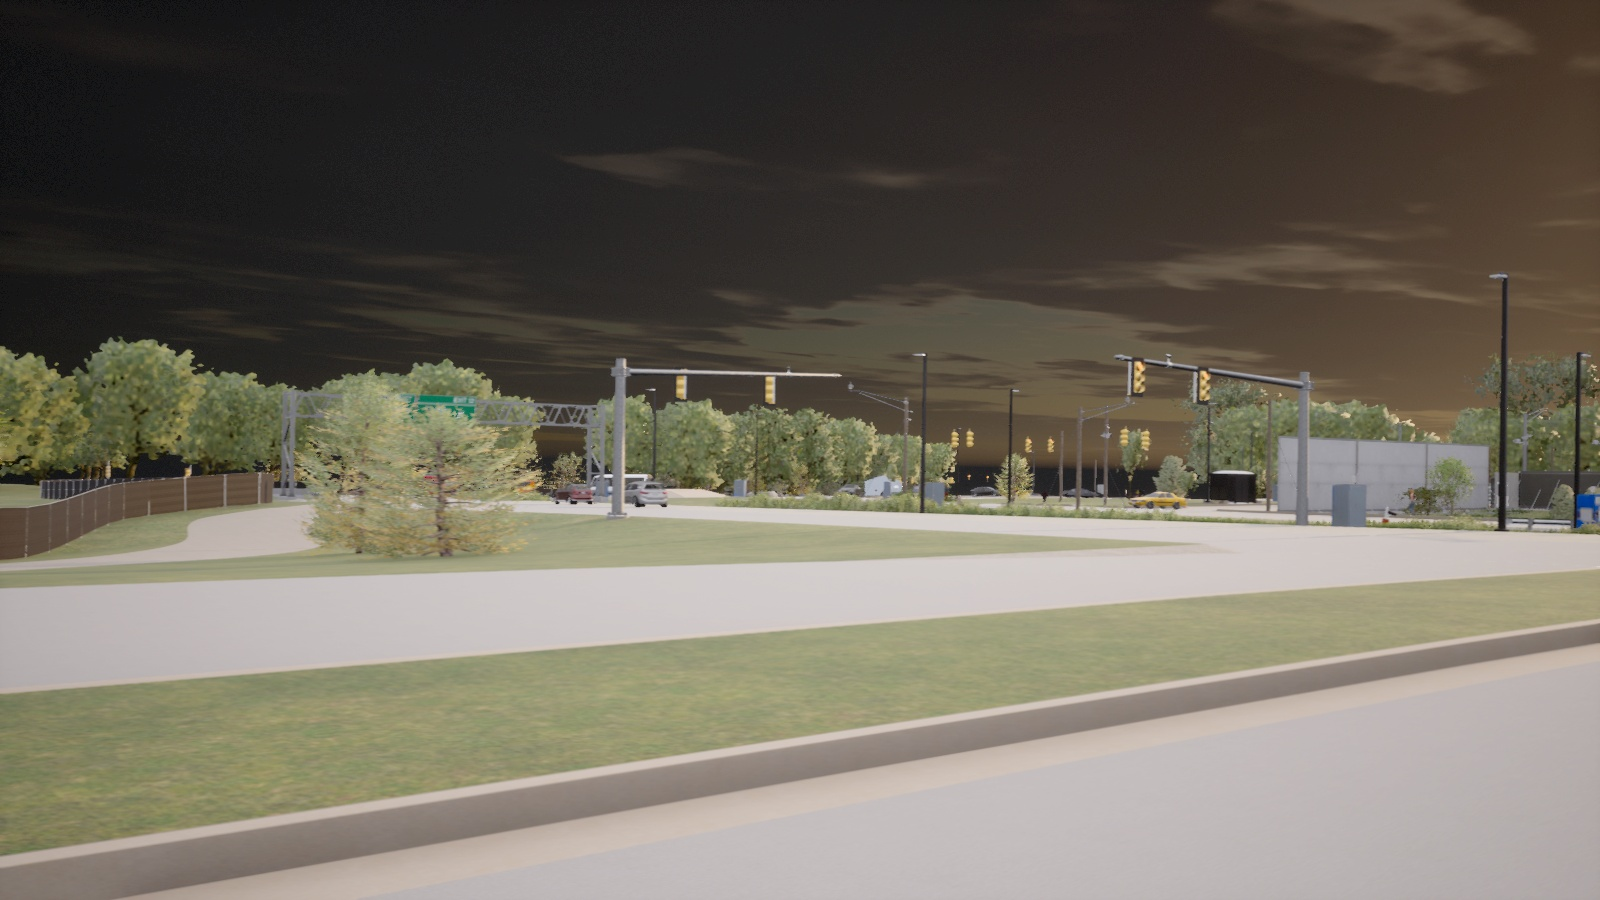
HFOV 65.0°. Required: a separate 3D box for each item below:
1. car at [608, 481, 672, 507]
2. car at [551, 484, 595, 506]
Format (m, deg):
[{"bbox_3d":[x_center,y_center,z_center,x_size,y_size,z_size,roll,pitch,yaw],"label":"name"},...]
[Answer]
[{"bbox_3d":[-10.470,2.866,81.945,2.242,1.667,4.611,1,-2,-34],"label":"car"},{"bbox_3d":[-16.407,3.243,90.589,1.789,1.549,3.705,1,-2,-34],"label":"car"}]
